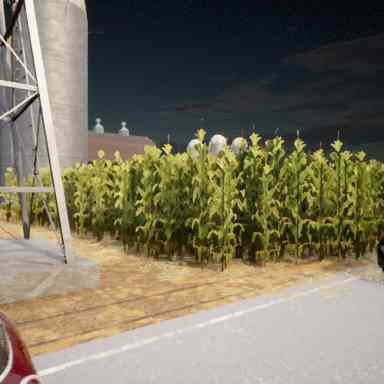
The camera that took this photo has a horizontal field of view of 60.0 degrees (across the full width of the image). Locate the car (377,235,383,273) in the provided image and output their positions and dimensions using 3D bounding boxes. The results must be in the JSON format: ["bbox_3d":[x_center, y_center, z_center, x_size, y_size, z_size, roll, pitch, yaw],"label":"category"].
[{"bbox_3d":[7.249,1.222,9.024,5.566,2.045,2.150,0,0,-37],"label":"car"}]

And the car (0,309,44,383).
[{"bbox_3d":[-3.036,1.352,1.385,4.553,1.767,2.097,0,0,-37],"label":"car"}]
